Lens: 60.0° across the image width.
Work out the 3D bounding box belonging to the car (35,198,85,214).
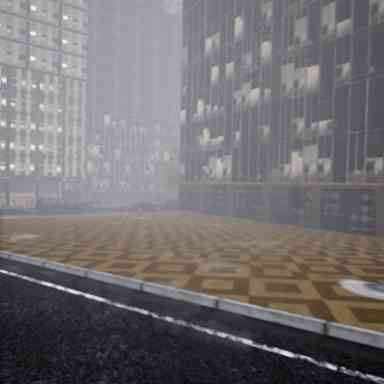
[{"bbox_3d":[-15.663,1.582,39.009,5.009,1.841,2.192,1,1,-34],"label":"car"}]

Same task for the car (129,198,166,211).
[{"bbox_3d":[-6.312,1.909,45.416,4.507,1.381,1.887,1,1,-34],"label":"car"}]

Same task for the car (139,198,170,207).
[{"bbox_3d":[-6.222,1.718,55.024,4.829,1.417,1.752,1,1,-34],"label":"car"}]

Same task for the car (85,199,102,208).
[{"bbox_3d":[-15.438,1.648,48.717,4.403,1.369,2.008,1,1,-34],"label":"car"}]

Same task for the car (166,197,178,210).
[{"bbox_3d":[-1.629,1.728,48.614,5.009,1.841,2.192,1,1,-34],"label":"car"}]
